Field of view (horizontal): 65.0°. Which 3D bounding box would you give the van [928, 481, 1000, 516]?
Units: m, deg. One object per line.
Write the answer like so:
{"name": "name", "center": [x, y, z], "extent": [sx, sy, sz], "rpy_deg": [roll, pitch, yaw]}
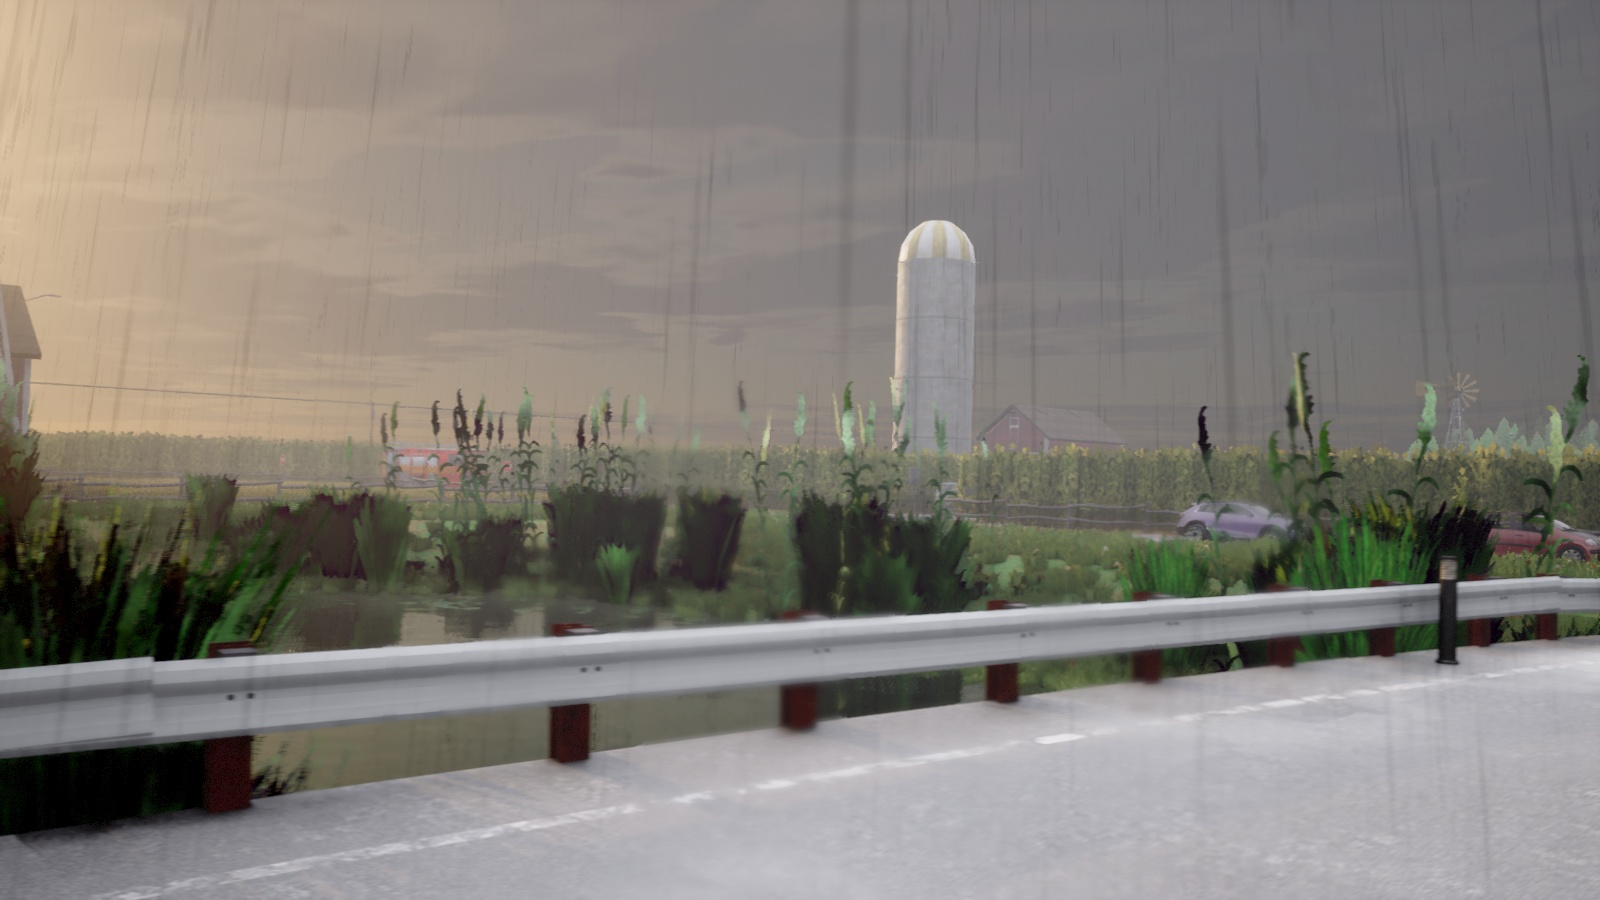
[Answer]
{"name": "van", "center": [9.750, 2.863, 74.493], "extent": [4.442, 1.987, 1.775], "rpy_deg": [3, -2, -42]}

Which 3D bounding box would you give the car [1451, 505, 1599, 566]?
{"name": "car", "center": [22.158, 2.547, 37.980], "extent": [1.851, 1.617, 3.988], "rpy_deg": [3, -2, -43]}

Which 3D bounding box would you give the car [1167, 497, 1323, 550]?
{"name": "car", "center": [15.826, 2.568, 44.840], "extent": [2.033, 1.649, 4.856], "rpy_deg": [3, -2, -43]}
